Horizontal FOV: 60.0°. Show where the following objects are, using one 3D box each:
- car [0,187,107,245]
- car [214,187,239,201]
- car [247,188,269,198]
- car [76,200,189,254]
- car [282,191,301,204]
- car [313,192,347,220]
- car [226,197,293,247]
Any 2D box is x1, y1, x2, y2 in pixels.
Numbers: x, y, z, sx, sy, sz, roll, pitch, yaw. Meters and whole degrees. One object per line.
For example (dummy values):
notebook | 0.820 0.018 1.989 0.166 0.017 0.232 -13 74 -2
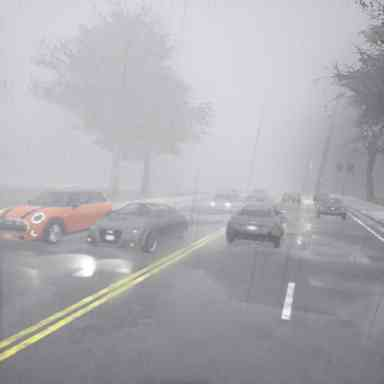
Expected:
car | -4.759 0.697 12.097 2.097 1.767 4.553 3 2 20
car | 3.846 0.216 36.097 1.882 1.535 5.008 3 2 20
car | 7.069 0.391 35.461 1.837 1.490 4.892 3 2 20
car | -1.618 1.059 11.251 1.994 1.385 4.181 3 2 20
car | 10.907 0.595 36.233 1.895 1.301 4.718 3 2 19
car | 9.520 1.016 22.829 2.033 1.411 5.357 3 2 20
car | 2.718 1.147 13.211 1.994 1.385 4.181 3 2 20
